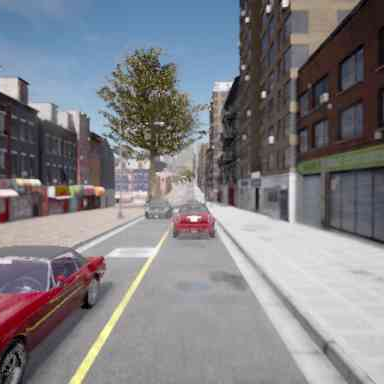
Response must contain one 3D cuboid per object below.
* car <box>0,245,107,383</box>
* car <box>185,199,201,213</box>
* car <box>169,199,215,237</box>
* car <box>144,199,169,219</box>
[{"bbox_3d":[-2.824,1.597,5.120,1.895,1.301,4.718,0,0,0],"label":"car"},{"bbox_3d":[0.103,1.646,40.750,1.837,1.490,4.892,0,-1,0],"label":"car"},{"bbox_3d":[0.100,1.354,18.056,2.097,1.767,4.553,0,0,0],"label":"car"},{"bbox_3d":[-2.845,1.400,29.008,2.097,1.767,4.553,0,0,0],"label":"car"}]
